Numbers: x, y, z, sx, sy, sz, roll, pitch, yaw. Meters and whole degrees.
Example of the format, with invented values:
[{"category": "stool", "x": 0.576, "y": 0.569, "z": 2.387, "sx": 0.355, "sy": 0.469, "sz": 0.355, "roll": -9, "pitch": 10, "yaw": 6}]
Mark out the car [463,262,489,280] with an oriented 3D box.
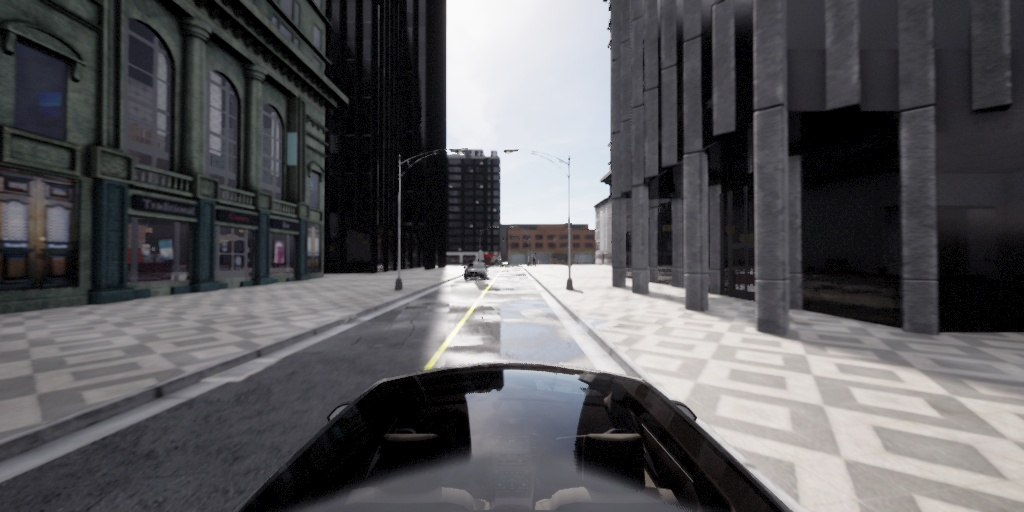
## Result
[{"category": "car", "x": -3.106, "y": 1.277, "z": 31.602, "sx": 1.837, "sy": 1.490, "sz": 4.892, "roll": 0, "pitch": 0, "yaw": 0}]
